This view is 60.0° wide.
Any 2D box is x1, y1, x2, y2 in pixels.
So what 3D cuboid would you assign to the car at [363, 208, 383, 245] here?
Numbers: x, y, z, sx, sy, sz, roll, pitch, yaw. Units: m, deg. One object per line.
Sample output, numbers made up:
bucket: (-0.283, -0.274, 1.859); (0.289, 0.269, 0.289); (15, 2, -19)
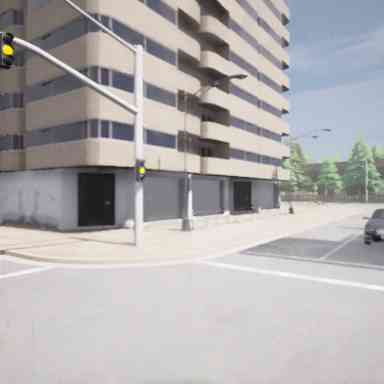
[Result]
car: (8.939, 1.493, 14.907); (2.128, 1.511, 4.902); (0, 0, 35)
